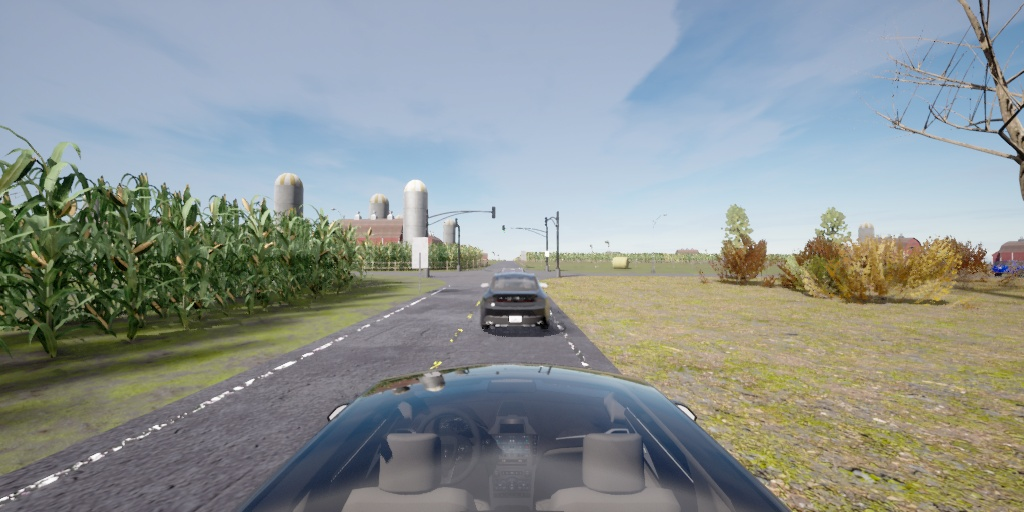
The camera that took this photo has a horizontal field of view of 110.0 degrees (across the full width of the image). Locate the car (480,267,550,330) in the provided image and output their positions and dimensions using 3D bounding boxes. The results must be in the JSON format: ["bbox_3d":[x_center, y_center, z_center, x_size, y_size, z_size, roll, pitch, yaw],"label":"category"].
[{"bbox_3d":[0.074,1.263,11.130,1.837,1.490,4.892,0,0,0],"label":"car"}]

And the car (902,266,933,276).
[{"bbox_3d":[48.033,1.767,42.365,4.181,1.385,1.994,1,-1,-5],"label":"car"}]

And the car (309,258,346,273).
[{"bbox_3d":[-19.791,0.936,37.613,4.553,1.767,2.097,0,-1,-3],"label":"car"}]

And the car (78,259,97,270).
[{"bbox_3d":[-40.756,0.967,36.448,5.357,1.411,2.033,0,-1,-3],"label":"car"}]
